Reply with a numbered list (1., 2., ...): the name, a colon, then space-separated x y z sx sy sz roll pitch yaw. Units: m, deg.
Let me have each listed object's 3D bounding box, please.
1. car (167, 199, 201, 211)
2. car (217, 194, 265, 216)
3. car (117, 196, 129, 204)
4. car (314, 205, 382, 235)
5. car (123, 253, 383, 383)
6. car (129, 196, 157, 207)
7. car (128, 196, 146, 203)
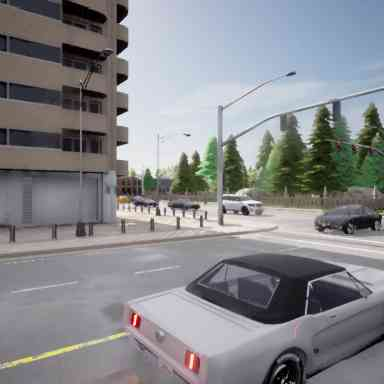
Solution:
1. car: -1.136 1.603 42.699 2.033 1.411 5.357 0 0 -36
2. car: 4.931 1.278 34.273 2.150 2.045 5.566 0 0 -36
3. car: -14.208 1.533 67.189 1.882 1.535 5.008 0 0 -36
4. car: 8.930 1.509 18.926 4.892 1.490 1.837 0 0 -35
5. car: 1.537 1.601 4.875 4.718 1.301 1.895 0 0 -35
6. car: -7.268 1.603 51.256 2.033 1.411 5.357 0 0 -36
7. car: -11.592 1.581 69.539 1.812 1.442 4.674 0 0 -36
